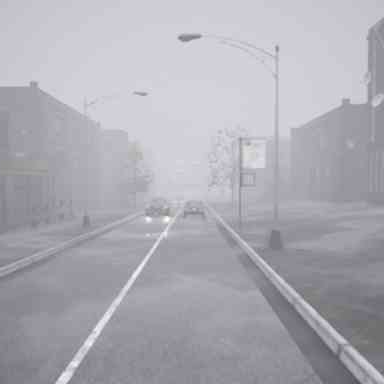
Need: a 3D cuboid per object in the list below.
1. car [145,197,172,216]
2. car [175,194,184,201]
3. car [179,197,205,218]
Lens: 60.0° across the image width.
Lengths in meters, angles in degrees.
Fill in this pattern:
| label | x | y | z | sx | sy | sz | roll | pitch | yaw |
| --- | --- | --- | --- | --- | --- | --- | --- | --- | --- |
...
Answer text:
| label | x | y | z | sx | sy | sz | roll | pitch | yaw |
| --- | --- | --- | --- | --- | --- | --- | --- | --- | --- |
| car | -3.012 | 1.233 | 30.475 | 2.097 | 1.767 | 4.553 | 0 | 0 | 0 |
| car | -2.716 | 1.143 | 71.832 | 1.837 | 1.490 | 4.892 | 0 | 0 | 0 |
| car | 0.175 | 1.434 | 29.189 | 2.033 | 1.411 | 5.357 | 0 | 0 | 0 |
